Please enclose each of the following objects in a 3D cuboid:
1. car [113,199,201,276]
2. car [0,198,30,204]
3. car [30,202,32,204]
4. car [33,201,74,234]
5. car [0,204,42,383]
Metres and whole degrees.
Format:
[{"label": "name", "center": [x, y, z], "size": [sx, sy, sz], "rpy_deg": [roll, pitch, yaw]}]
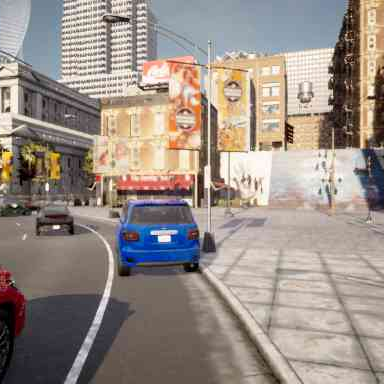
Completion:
[{"label": "car", "center": [-1.297, 1.218, 10.621], "size": [2.150, 2.045, 5.566], "rpy_deg": [0, 0, -14]}, {"label": "car", "center": [-17.921, 1.332, 32.240], "size": [4.553, 1.767, 2.097], "rpy_deg": [0, 0, 44]}, {"label": "car", "center": [-20.128, 1.497, 38.354], "size": [4.674, 1.452, 2.002], "rpy_deg": [0, 0, 37]}, {"label": "car", "center": [-7.809, 1.496, 18.732], "size": [1.837, 1.490, 4.892], "rpy_deg": [1, 0, -26]}, {"label": "car", "center": [-3.198, 1.218, 1.967], "size": [2.150, 2.045, 5.566], "rpy_deg": [0, 0, -1]}]
